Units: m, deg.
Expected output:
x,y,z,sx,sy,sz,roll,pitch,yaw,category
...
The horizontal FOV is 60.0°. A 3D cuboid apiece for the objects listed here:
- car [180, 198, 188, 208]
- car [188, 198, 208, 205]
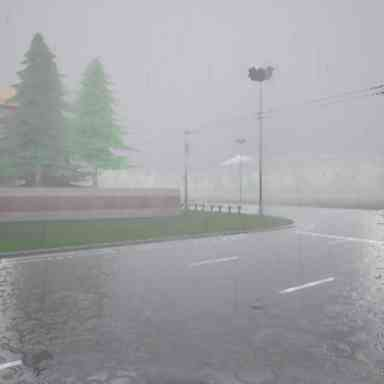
x,y,z,sx,sy,sz,roll,pitch,yaw,category
-3.233,1.493,48.703,2.128,1.511,4.902,0,0,-36,car
0.334,1.603,49.746,1.895,1.301,4.718,0,0,-36,car
